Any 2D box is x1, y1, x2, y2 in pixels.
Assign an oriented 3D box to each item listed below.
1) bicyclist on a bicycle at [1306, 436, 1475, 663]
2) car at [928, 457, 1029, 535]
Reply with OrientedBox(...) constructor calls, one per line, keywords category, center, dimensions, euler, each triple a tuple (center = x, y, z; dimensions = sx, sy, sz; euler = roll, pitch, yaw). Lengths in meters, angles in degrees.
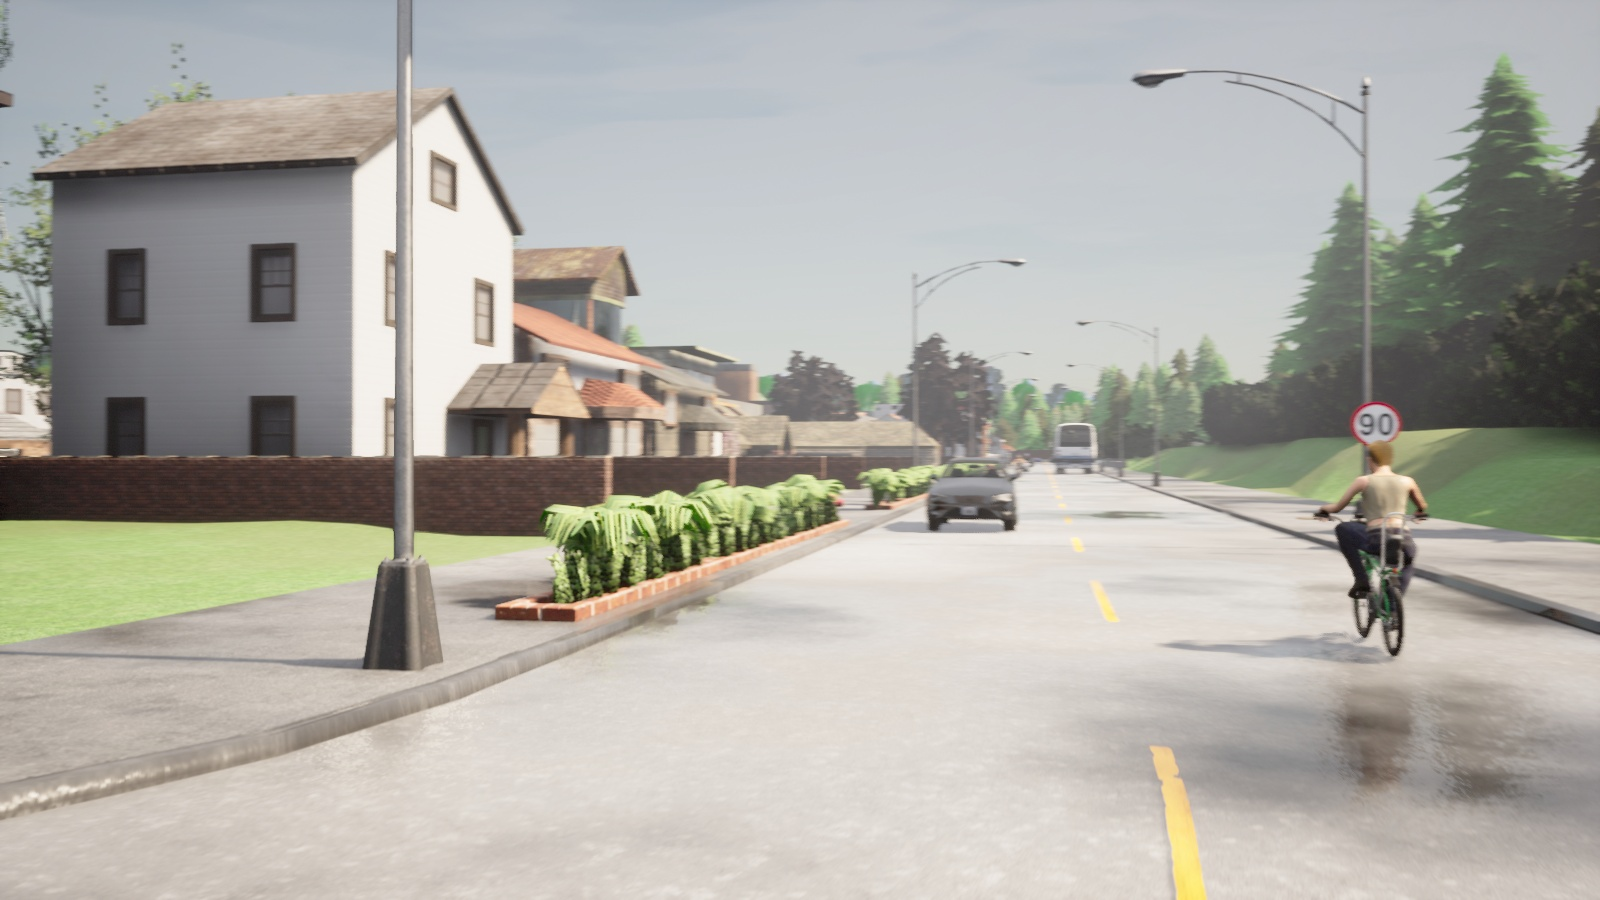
OrientedBox(category="bicyclist on a bicycle", center=(4.529, 0.713, 9.756), dimensions=(0.866, 1.612, 1.509), euler=(0, 0, 13))
OrientedBox(category="car", center=(3.777, 0.877, 26.010), dimensions=(1.816, 1.474, 4.193), euler=(0, 0, 11))
